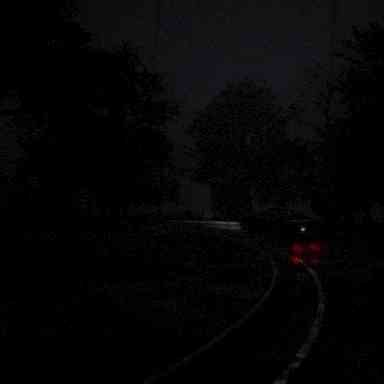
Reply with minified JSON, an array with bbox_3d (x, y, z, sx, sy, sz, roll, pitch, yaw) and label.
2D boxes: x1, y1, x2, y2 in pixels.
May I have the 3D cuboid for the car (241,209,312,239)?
[{"bbox_3d":[4.642,1.707,19.012,2.128,1.511,4.902,0,-1,-23],"label":"car"}]
